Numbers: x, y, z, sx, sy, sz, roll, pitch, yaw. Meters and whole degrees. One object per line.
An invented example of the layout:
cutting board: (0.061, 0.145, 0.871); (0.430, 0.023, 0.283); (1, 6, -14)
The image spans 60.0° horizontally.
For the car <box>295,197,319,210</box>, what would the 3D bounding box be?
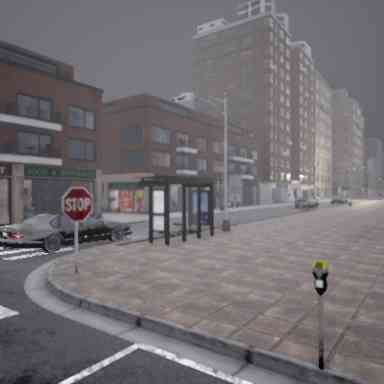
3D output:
car: (13.788, 1.365, 39.787); (2.128, 1.511, 4.902); (0, 0, 35)

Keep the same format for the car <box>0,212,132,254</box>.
car: (-4.882, 1.484, 13.368); (2.033, 1.411, 5.357); (0, 0, 35)

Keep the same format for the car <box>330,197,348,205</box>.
car: (24.191, 1.440, 54.508); (1.895, 1.301, 4.718); (0, 0, 36)
